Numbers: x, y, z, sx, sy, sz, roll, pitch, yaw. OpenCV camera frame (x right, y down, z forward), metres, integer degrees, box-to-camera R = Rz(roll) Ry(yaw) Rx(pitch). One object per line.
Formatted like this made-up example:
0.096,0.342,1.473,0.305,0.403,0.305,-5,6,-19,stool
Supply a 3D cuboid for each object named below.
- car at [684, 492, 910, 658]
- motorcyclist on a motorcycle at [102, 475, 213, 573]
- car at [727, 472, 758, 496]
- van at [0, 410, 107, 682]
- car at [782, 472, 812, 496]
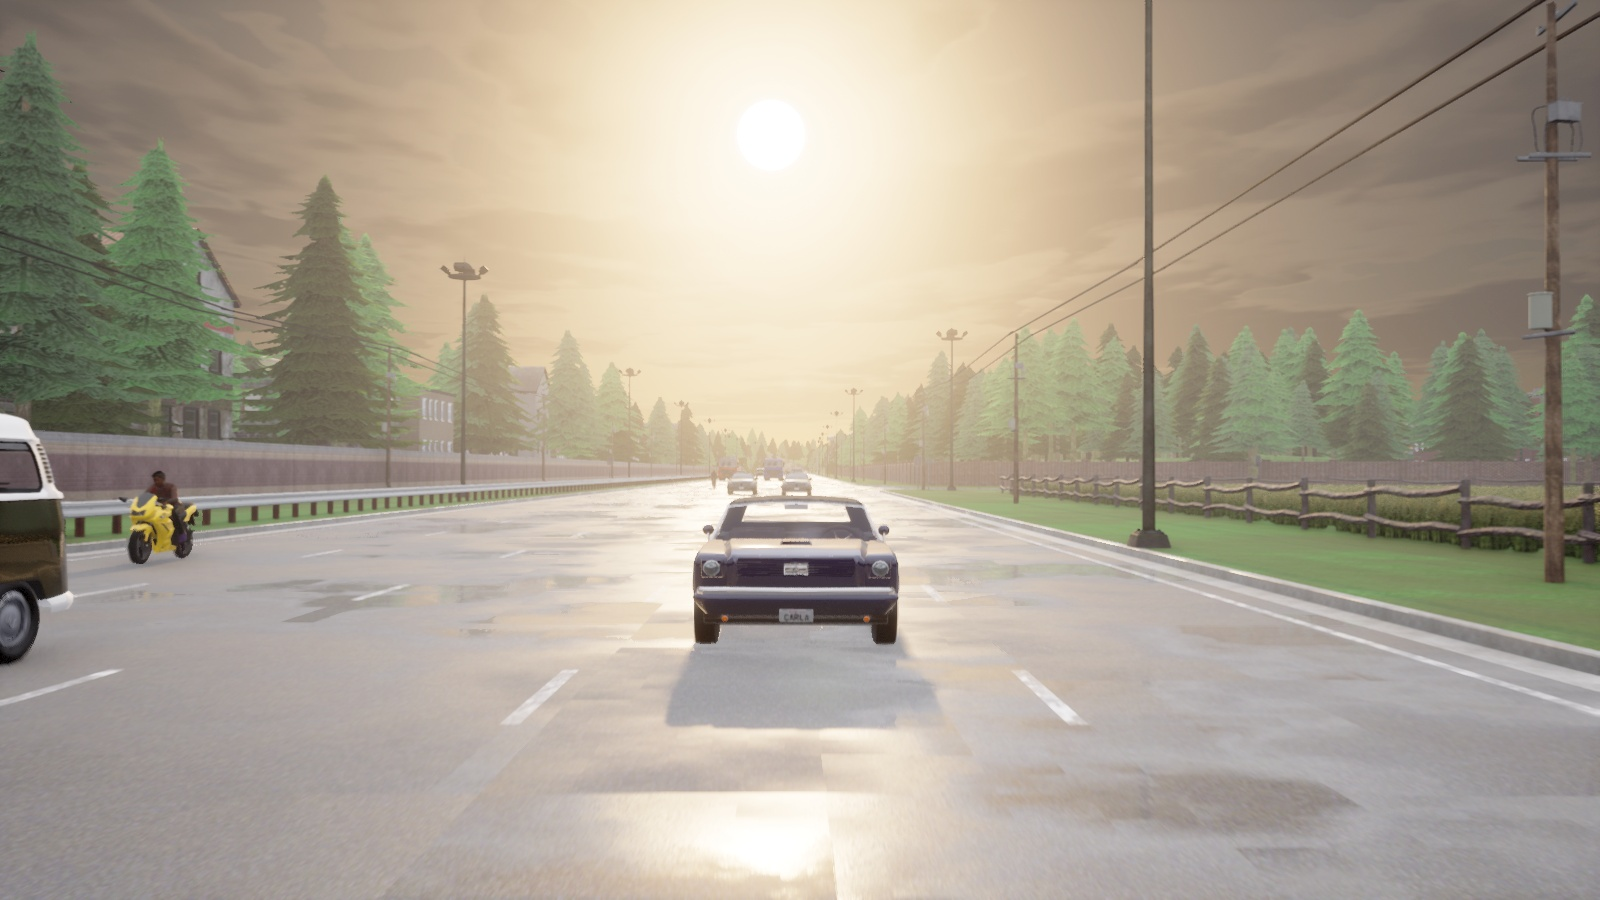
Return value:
-0.031,1.126,12.877,1.895,1.301,4.718,0,-1,0,car
-10.551,1.177,20.710,0.797,1.523,2.044,0,-1,0,motorcyclist on a motorcycle
-3.699,2.193,81.775,1.812,1.442,4.674,0,-1,0,car
-7.022,0.708,8.603,2.069,2.038,4.480,0,-1,0,van
-0.193,2.133,78.979,1.812,1.442,4.674,0,-1,0,car
